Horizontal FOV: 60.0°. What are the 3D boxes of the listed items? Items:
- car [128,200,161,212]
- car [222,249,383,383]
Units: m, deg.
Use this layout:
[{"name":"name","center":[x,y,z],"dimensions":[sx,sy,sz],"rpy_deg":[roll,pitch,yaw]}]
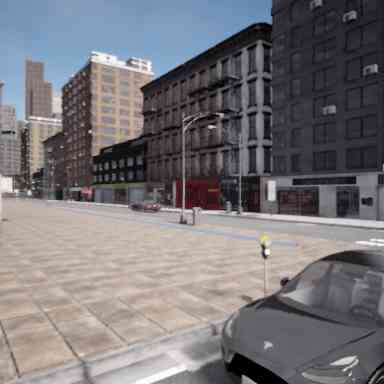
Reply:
[{"name":"car","center":[-5.616,1.590,39.072],"dimensions":[2.033,1.411,5.357],"rpy_deg":[0,0,-35]},{"name":"car","center":[2.379,1.555,4.509],"dimensions":[4.313,1.339,1.947],"rpy_deg":[0,0,-35]}]
